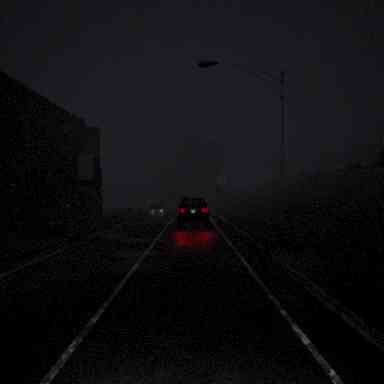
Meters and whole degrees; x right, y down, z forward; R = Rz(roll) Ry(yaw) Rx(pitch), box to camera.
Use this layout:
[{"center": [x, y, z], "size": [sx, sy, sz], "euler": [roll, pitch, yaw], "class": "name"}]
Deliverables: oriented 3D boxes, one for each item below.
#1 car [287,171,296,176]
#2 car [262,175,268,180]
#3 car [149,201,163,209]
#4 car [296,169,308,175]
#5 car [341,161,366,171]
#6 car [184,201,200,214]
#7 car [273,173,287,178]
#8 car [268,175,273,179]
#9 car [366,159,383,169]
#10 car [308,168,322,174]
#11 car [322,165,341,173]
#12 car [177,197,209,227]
[{"center": [21.661, -3.565, 67.358], "size": [2.231, 1.521, 4.892], "euler": [0, 0, -1], "class": "car"}, {"center": [21.156, -3.794, 89.463], "size": [2.185, 1.767, 4.553], "euler": [0, 0, -1], "class": "car"}, {"center": [-6.472, 2.375, 59.666], "size": [1.812, 1.442, 4.674], "euler": [0, -2, -17], "class": "car"}, {"center": [21.795, -3.526, 61.840], "size": [2.231, 1.521, 4.892], "euler": [0, 0, -1], "class": "car"}, {"center": [22.867, -3.471, 45.256], "size": [2.185, 1.767, 4.553], "euler": [0, 1, -5], "class": "car"}, {"center": [-0.017, 1.899, 41.843], "size": [1.812, 1.442, 4.674], "euler": [0, -1, -2], "class": "car"}, {"center": [21.411, -3.744, 78.296], "size": [2.185, 1.767, 4.553], "euler": [0, 0, -1], "class": "car"}, {"center": [21.286, -3.603, 83.789], "size": [2.002, 1.452, 4.674], "euler": [0, 0, -1], "class": "car"}, {"center": [23.493, -3.252, 39.564], "size": [2.163, 1.488, 4.792], "euler": [0, 1, -6], "class": "car"}, {"center": [22.034, -3.429, 56.298], "size": [2.002, 1.452, 4.674], "euler": [0, 1, -3], "class": "car"}, {"center": [22.392, -3.407, 50.761], "size": [2.097, 1.535, 5.008], "euler": [0, 1, -4], "class": "car"}, {"center": [0.075, 1.391, 24.456], "size": [2.150, 2.045, 5.566], "euler": [0, 0, 0], "class": "car"}]
